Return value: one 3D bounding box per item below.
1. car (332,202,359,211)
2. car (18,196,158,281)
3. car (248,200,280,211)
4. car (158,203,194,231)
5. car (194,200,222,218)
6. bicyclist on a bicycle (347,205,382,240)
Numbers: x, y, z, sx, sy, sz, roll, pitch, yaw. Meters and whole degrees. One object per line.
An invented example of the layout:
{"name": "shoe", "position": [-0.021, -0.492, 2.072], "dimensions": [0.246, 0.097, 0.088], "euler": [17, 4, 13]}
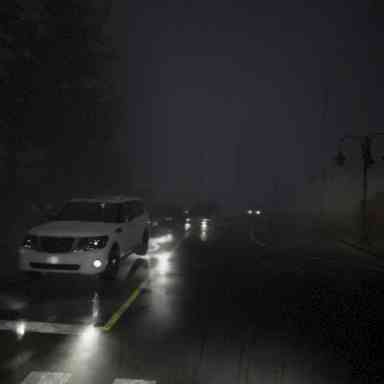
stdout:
{"name": "car", "position": [23.021, 2.066, 49.022], "dimensions": [4.718, 1.301, 1.895], "euler": [1, 0, -29]}
{"name": "car", "position": [-2.766, 1.150, 10.056], "dimensions": [2.150, 2.045, 5.566], "euler": [1, 0, 6]}
{"name": "car", "position": [9.708, 1.743, 44.170], "dimensions": [2.033, 1.411, 5.357], "euler": [1, 0, 44]}
{"name": "car", "position": [-1.521, 1.443, 20.333], "dimensions": [2.128, 1.511, 4.902], "euler": [1, 0, 10]}
{"name": "car", "position": [1.231, 1.486, 30.700], "dimensions": [1.882, 1.535, 5.008], "euler": [1, 0, 23]}
{"name": "bicyclist on a bicycle", "position": [8.272, 1.473, 15.927], "dimensions": [1.656, 1.620, 0.582], "euler": [1, 0, 5]}
